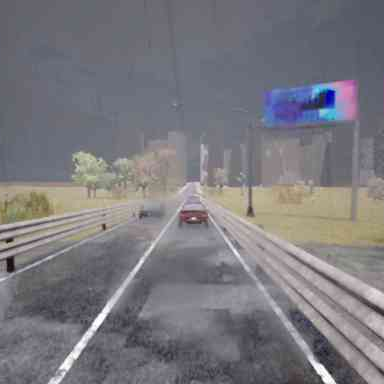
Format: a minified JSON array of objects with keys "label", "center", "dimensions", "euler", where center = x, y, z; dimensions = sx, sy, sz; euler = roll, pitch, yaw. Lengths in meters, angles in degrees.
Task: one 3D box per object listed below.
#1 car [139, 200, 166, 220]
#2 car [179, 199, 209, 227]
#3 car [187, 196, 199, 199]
[{"label":"car","center":[-3.285,1.469,28.330],"dimensions":[1.882,1.535,5.008],"euler":[0,0,1]},{"label":"car","center":[0.106,1.470,22.822],"dimensions":[1.882,1.535,5.008],"euler":[0,0,0]},{"label":"car","center":[0.108,1.339,41.950],"dimensions":[2.097,1.767,4.553],"euler":[0,0,0]}]
